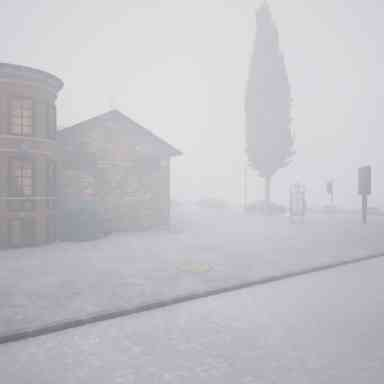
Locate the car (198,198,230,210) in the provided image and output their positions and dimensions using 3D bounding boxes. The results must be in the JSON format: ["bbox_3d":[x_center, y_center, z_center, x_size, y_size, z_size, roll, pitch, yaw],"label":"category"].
[{"bbox_3d":[2.769,1.491,42.461,2.128,1.511,4.902,0,0,-35],"label":"car"}]

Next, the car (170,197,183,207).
[{"bbox_3d":[-3.196,1.526,50.836,1.812,1.442,4.674,0,0,-35],"label":"car"}]

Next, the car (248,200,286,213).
[{"bbox_3d":[7.851,1.564,35.343,1.994,1.385,4.181,0,0,-36],"label":"car"}]
